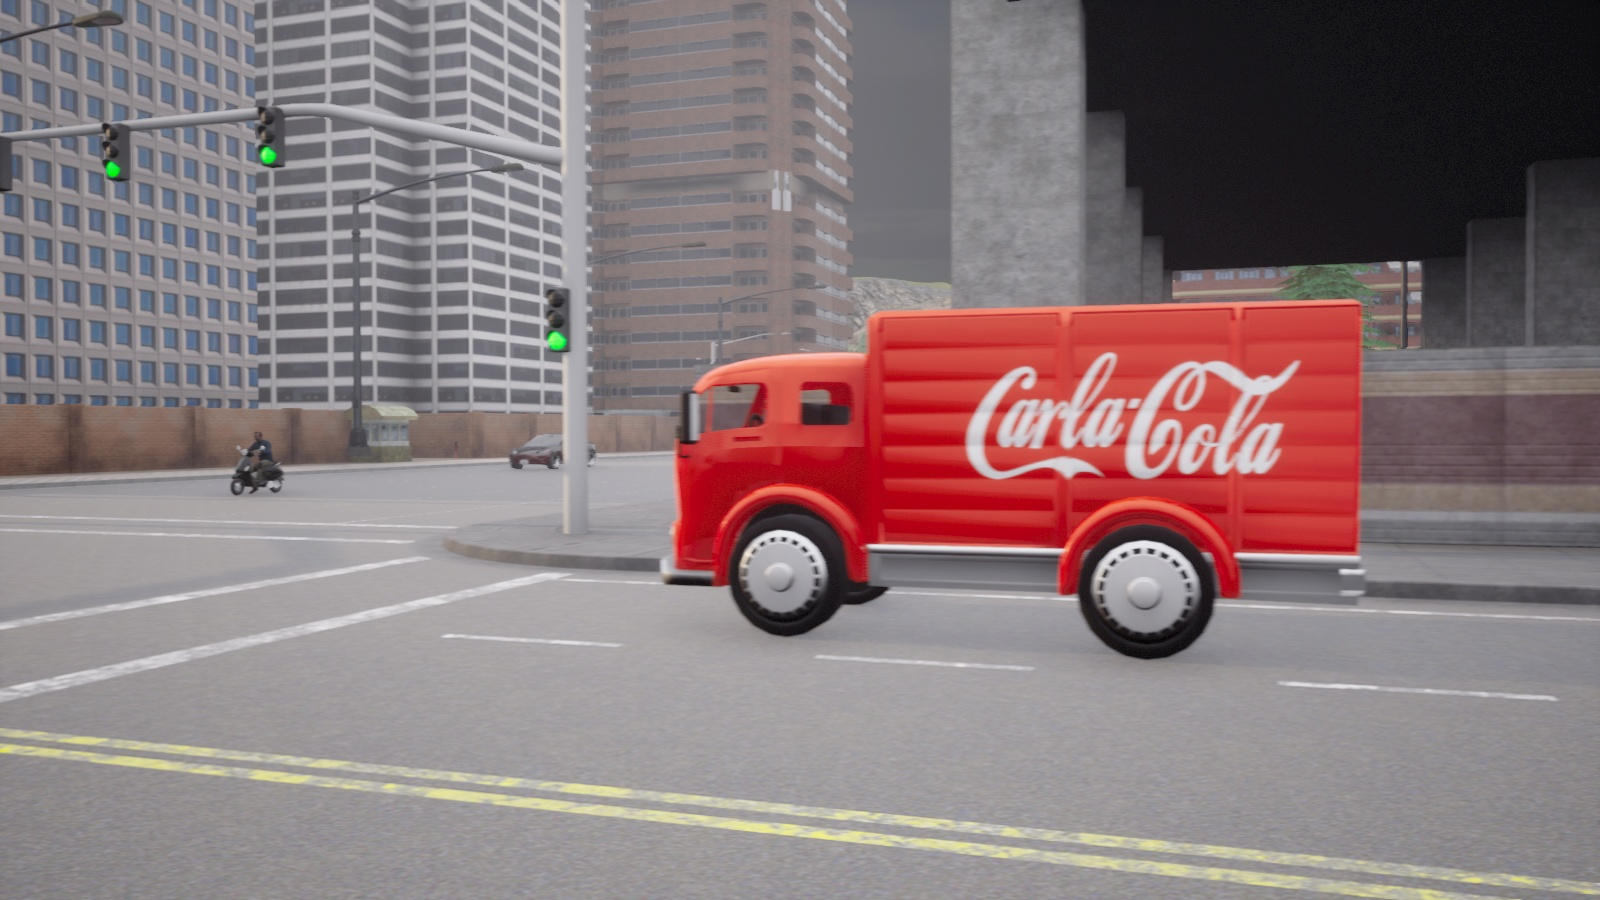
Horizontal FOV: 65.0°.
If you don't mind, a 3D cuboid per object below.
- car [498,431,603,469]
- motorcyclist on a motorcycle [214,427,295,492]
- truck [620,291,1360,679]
[{"bbox_3d":[-10.331,-0.052,52.408,2.163,1.488,4.792,1,1,19],"label":"car"},{"bbox_3d":[-13.783,0.219,31.769,0.866,1.590,1.817,1,1,19],"label":"motorcyclist on a motorcycle"},{"bbox_3d":[1.504,0.184,10.065,5.204,2.467,2.627,1,1,19],"label":"truck"}]
